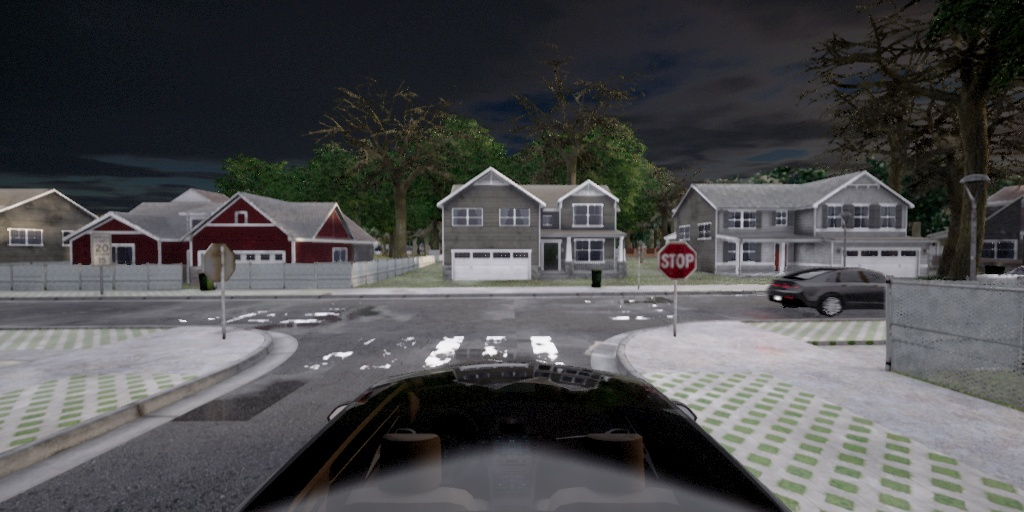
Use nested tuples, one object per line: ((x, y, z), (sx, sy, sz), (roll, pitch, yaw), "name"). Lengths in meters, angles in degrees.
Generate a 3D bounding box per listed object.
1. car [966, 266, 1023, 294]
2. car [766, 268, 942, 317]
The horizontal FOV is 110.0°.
((22.238, 1.065, 14.992), (4.718, 1.301, 1.895), (-1, 1, 0), "car")
((11.392, 1.145, 12.099), (4.892, 1.490, 1.837), (-1, 1, 0), "car")
